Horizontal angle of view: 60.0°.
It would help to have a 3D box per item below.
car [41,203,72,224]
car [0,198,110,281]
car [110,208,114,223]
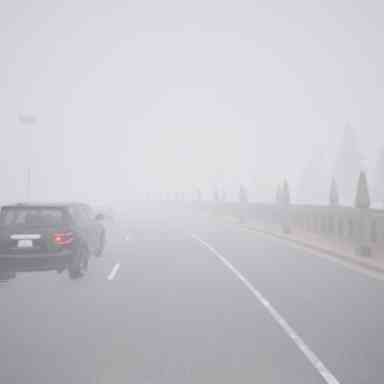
[{"bbox_3d":[-11.616,1.741,28.790,2.128,1.511,4.902,0,0,-17],"label":"car"},{"bbox_3d":[-4.132,1.299,10.342,2.150,2.045,5.566,0,0,-6],"label":"car"},{"bbox_3d":[-7.442,1.809,27.221,1.895,1.301,4.718,0,0,-15],"label":"car"}]
